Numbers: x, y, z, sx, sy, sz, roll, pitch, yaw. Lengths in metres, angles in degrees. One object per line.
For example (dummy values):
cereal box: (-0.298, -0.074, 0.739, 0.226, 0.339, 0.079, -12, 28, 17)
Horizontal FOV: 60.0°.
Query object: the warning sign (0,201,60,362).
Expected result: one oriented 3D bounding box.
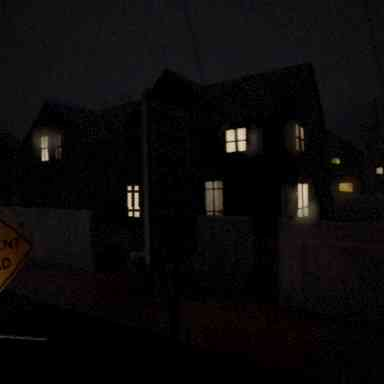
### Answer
warning sign: (-2.655, 1.084, 4.334, 1.060, 1.860, 1.300, -2, 1, 33)
